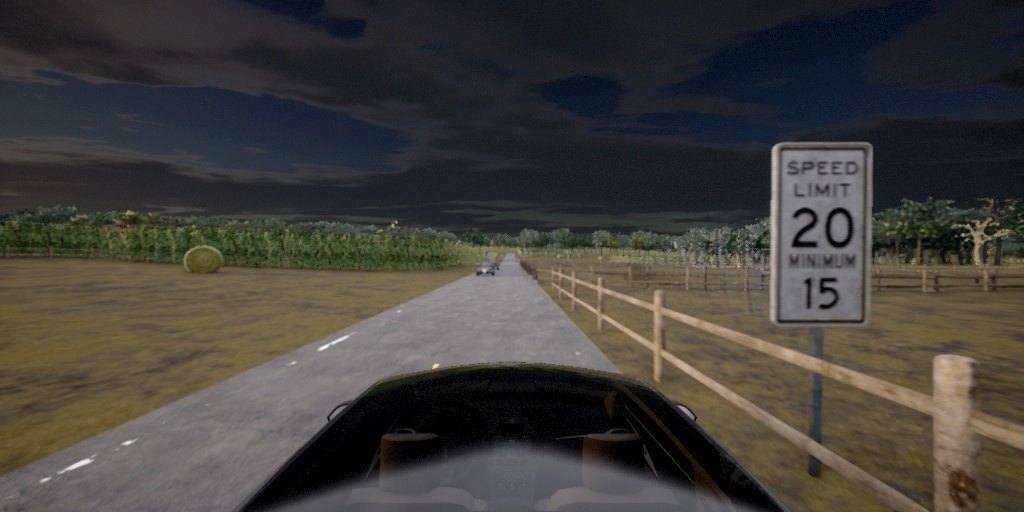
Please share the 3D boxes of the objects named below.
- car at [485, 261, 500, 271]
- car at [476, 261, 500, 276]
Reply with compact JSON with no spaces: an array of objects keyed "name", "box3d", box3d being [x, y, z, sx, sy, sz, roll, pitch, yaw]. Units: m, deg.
[{"name":"car","box3d":[-2.737,1.434,51.159,1.895,1.301,4.718,0,0,0]},{"name":"car","box3d":[-2.741,1.305,38.386,2.128,1.511,4.902,0,0,0]}]
